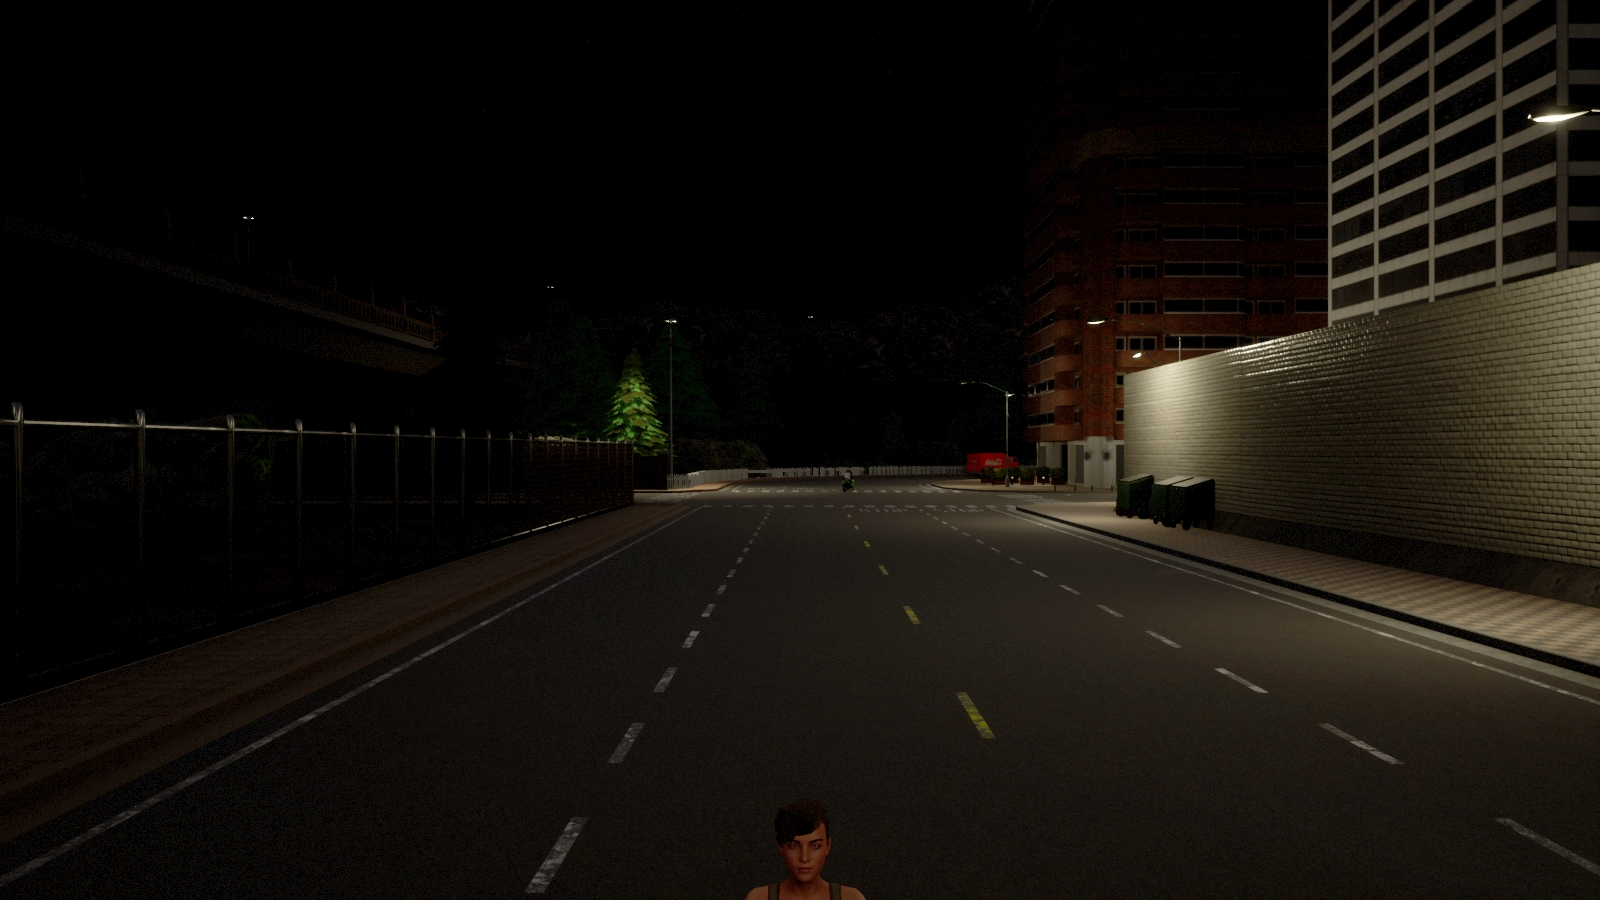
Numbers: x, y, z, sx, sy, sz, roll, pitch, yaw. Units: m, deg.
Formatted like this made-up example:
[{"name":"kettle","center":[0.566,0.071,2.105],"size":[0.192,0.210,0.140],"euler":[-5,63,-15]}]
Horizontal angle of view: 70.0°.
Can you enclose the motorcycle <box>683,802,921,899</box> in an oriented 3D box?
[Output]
[{"name":"motorcycle","center":[0.006,2.099,3.507],"size":[0.764,1.307,2.356],"euler":[0,0,0]}]
